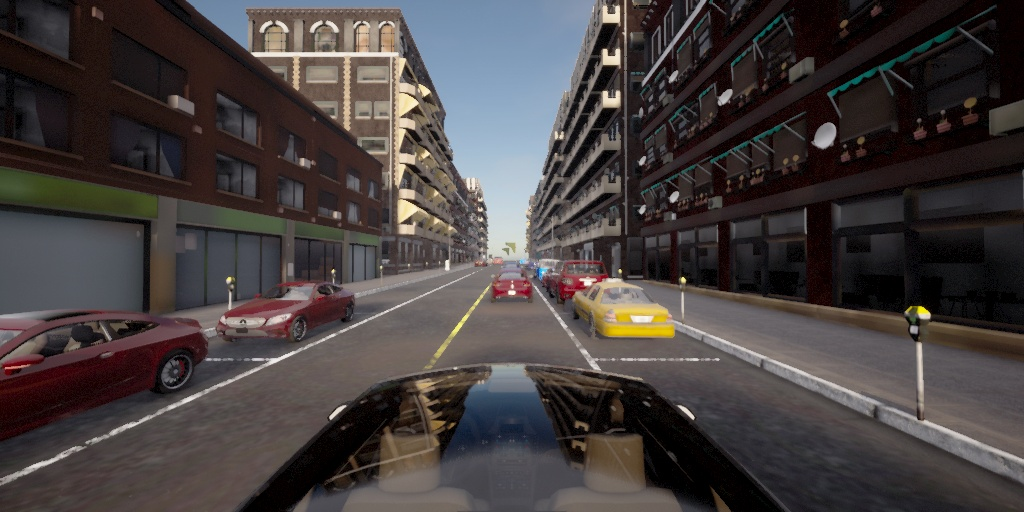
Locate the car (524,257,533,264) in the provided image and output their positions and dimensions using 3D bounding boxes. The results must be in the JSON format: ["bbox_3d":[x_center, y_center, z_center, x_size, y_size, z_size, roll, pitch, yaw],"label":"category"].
[{"bbox_3d":[3.112,1.116,50.314,2.097,1.767,4.553,0,0,0],"label":"car"}]

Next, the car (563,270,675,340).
[{"bbox_3d":[2.691,1.276,9.772,1.751,1.417,4.829,0,0,0],"label":"car"}]

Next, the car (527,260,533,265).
[{"bbox_3d":[2.691,1.308,31.887,2.007,1.370,4.403,0,0,0],"label":"car"}]

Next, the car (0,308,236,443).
[{"bbox_3d":[-5.690,1.331,4.071,1.802,1.307,4.207,0,0,0],"label":"car"}]

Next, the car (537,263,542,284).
[{"bbox_3d":[2.691,1.299,20.746,1.888,1.381,4.507,0,0,0],"label":"car"}]

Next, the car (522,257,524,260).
[{"bbox_3d":[3.112,1.118,57.314,2.097,1.767,4.553,0,0,0],"label":"car"}]

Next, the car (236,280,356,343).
[{"bbox_3d":[-5.690,1.332,9.643,1.802,1.307,4.207,0,0,0],"label":"car"}]

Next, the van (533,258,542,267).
[{"bbox_3d":[2.691,1.096,26.316,1.690,1.789,3.998,0,0,0],"label":"van"}]

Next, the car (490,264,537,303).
[{"bbox_3d":[0.000,1.286,16.502,1.812,1.442,4.674,0,0,0],"label":"car"}]

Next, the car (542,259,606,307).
[{"bbox_3d":[2.691,1.067,15.174,2.192,1.841,5.009,0,0,0],"label":"car"}]

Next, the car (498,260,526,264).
[{"bbox_3d":[0.000,1.291,31.503,1.812,1.442,4.674,0,0,0],"label":"car"}]
